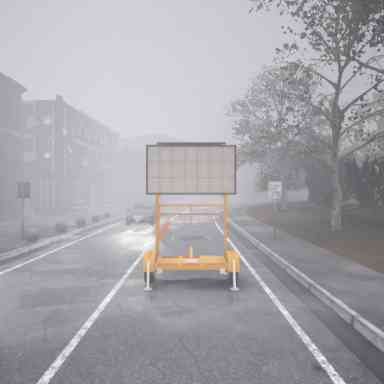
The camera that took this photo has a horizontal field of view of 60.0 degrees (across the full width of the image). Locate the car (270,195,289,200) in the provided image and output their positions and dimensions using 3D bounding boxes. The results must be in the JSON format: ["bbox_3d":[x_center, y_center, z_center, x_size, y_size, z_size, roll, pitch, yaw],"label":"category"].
[{"bbox_3d":[19.241,1.059,73.702,4.902,1.511,2.128,-1,0,-33],"label":"car"}]

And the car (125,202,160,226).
[{"bbox_3d":[-3.375,1.498,23.369,2.128,1.511,4.902,0,0,1],"label":"car"}]

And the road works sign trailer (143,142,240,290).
[{"bbox_3d":[-0.022,0.467,9.028,2.380,3.560,2.880,0,0,0],"label":"road works sign trailer"}]
